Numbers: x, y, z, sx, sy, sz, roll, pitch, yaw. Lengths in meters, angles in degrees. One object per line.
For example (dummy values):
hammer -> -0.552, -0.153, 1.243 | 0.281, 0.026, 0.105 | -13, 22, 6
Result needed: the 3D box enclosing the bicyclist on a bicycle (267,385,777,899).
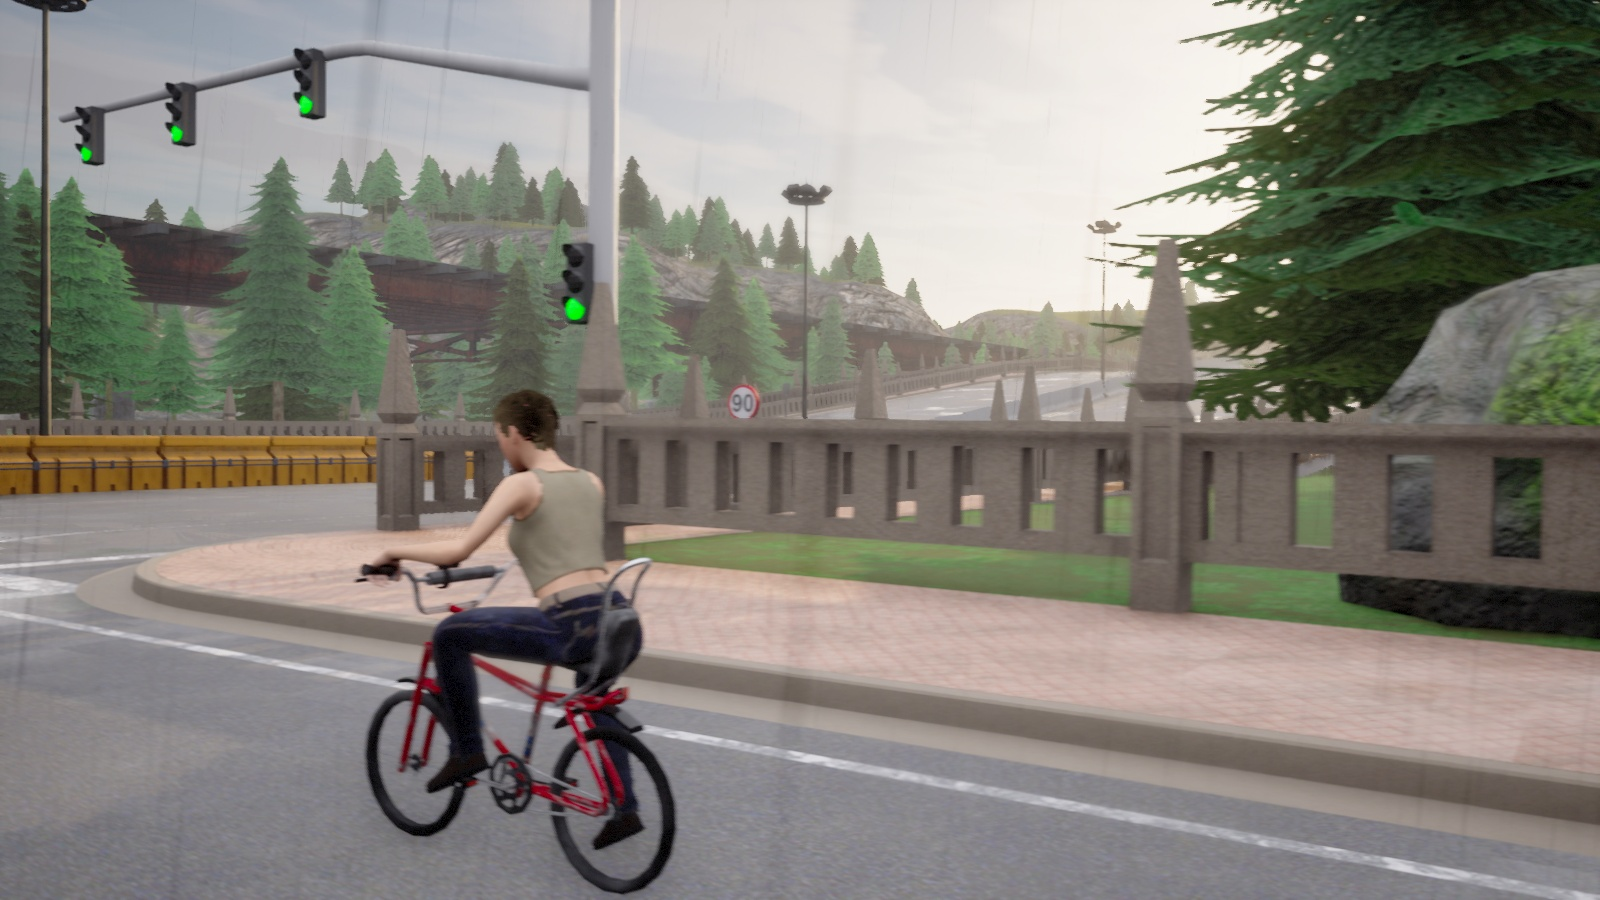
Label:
bicyclist on a bicycle -> -0.950, 0.618, 4.248 | 1.509, 1.612, 0.866 | 0, 1, 34
